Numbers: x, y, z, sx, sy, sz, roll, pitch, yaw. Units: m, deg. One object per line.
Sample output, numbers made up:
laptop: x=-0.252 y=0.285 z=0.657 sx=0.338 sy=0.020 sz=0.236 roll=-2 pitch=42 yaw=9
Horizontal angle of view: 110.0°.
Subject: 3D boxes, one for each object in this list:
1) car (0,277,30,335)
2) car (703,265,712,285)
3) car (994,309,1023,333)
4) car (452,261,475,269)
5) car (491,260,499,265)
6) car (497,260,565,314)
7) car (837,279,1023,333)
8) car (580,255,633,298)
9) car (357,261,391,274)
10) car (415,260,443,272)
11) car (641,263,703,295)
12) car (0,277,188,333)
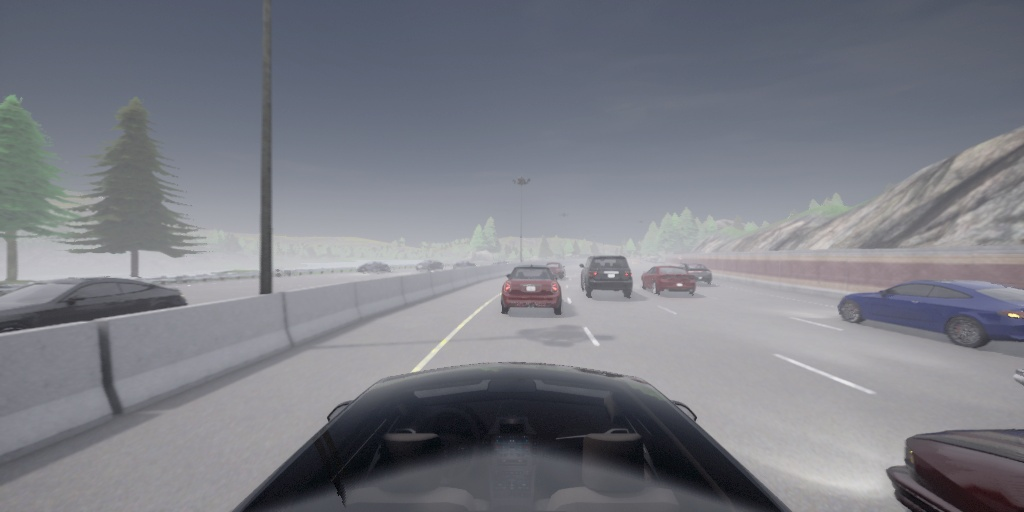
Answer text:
car: x=-13.917 y=1.258 z=6.869 sx=2.033 sy=1.411 sz=5.357 roll=0 pitch=0 yaw=2
car: x=13.280 y=1.293 z=26.775 sx=2.128 sy=1.511 sz=4.902 roll=0 pitch=0 yaw=11
car: x=7.160 y=1.373 z=2.250 sx=1.895 sy=1.301 sz=4.718 roll=0 pitch=0 yaw=1
car: x=-6.543 y=1.316 z=48.731 sx=1.994 sy=1.385 sz=4.181 roll=0 pitch=0 yaw=17
car: x=-1.759 y=1.332 z=52.403 sx=1.994 sy=1.385 sz=4.181 roll=0 pitch=0 yaw=17
car: x=0.809 y=1.110 z=14.055 sx=2.097 sy=1.767 sz=4.553 roll=0 pitch=0 yaw=5
car: x=10.935 y=1.312 z=9.142 sx=1.812 sy=1.442 sz=4.674 roll=0 pitch=0 yaw=3
car: x=4.851 y=0.994 z=18.939 sx=2.150 sy=2.045 sz=5.566 roll=0 pitch=0 yaw=7
car: x=-15.860 y=1.284 z=41.313 sx=1.994 sy=1.385 sz=4.181 roll=0 pitch=0 yaw=14
car: x=-10.754 y=1.230 z=46.827 sx=2.128 sy=1.511 sz=4.902 roll=0 pitch=0 yaw=17
car: x=8.564 y=1.262 z=20.041 sx=1.882 sy=1.535 sz=5.008 roll=0 pitch=0 yaw=8
car: x=-10.320 y=1.248 z=8.407 sx=1.812 sy=1.442 sz=4.674 roll=0 pitch=0 yaw=3
